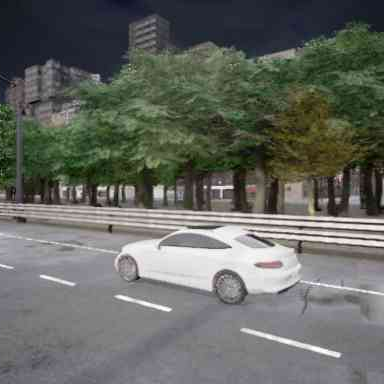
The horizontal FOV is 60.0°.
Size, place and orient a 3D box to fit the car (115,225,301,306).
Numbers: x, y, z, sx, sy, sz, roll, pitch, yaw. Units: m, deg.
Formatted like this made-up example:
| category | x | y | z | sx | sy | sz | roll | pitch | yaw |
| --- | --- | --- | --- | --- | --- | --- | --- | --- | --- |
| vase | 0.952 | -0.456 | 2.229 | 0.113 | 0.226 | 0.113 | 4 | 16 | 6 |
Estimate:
| category | x | y | z | sx | sy | sz | roll | pitch | yaw |
| --- | --- | --- | --- | --- | --- | --- | --- | --- | --- |
| car | 0.195 | 1.532 | 8.029 | 4.674 | 1.442 | 1.812 | 0 | 0 | 36 |
